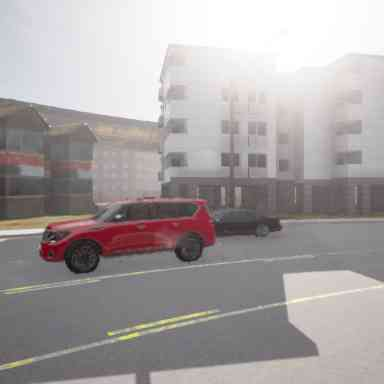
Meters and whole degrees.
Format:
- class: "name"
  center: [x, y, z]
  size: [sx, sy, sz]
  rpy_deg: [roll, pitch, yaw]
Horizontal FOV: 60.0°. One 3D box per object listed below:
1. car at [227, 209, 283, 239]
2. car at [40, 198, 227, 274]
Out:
- class: "car"
  center: [1.824, 1.548, 16.318]
  size: [5.357, 1.411, 2.033]
  rpy_deg: [0, 0, -21]
- class: "car"
  center: [-1.882, 1.223, 10.792]
  size: [5.566, 2.045, 2.150]
  rpy_deg: [0, -1, -28]
